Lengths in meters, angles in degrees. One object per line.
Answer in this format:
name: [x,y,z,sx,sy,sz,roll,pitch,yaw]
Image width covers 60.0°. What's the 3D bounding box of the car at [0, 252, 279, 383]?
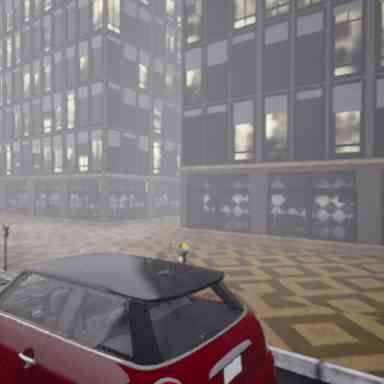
car: [-1.256,1.428,3.771,4.097,1.590,1.967,0,0,36]
